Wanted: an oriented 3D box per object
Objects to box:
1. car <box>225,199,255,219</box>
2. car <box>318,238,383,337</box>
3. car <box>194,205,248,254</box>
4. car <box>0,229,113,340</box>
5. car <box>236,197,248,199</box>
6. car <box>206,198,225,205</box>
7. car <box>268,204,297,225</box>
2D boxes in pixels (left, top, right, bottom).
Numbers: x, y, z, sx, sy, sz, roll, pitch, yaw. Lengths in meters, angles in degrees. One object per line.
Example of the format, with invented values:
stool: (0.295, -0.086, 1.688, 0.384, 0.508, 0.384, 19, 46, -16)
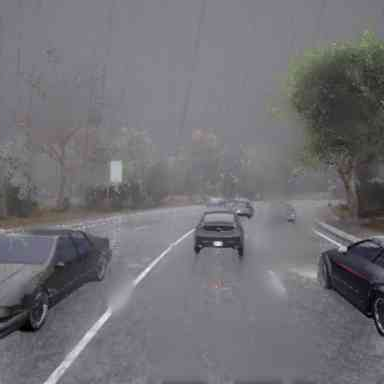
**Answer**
car: (4.478, 1.589, 29.806, 1.994, 1.385, 4.181, 0, 0, 15)
car: (3.968, 1.580, 6.476, 1.994, 1.385, 4.181, 0, 0, 4)
car: (1.185, 1.513, 13.735, 1.837, 1.490, 4.892, 0, 0, 7)
car: (-3.251, 1.538, 7.098, 2.033, 1.411, 5.357, 0, 0, 4)
car: (6.979, 1.538, 47.471, 1.837, 1.490, 4.892, 0, 0, 24)
car: (3.539, 1.540, 48.329, 1.812, 1.442, 4.674, 0, 0, 24)
car: (6.578, 1.581, 24.200, 2.033, 1.411, 5.357, 0, 0, 13)
